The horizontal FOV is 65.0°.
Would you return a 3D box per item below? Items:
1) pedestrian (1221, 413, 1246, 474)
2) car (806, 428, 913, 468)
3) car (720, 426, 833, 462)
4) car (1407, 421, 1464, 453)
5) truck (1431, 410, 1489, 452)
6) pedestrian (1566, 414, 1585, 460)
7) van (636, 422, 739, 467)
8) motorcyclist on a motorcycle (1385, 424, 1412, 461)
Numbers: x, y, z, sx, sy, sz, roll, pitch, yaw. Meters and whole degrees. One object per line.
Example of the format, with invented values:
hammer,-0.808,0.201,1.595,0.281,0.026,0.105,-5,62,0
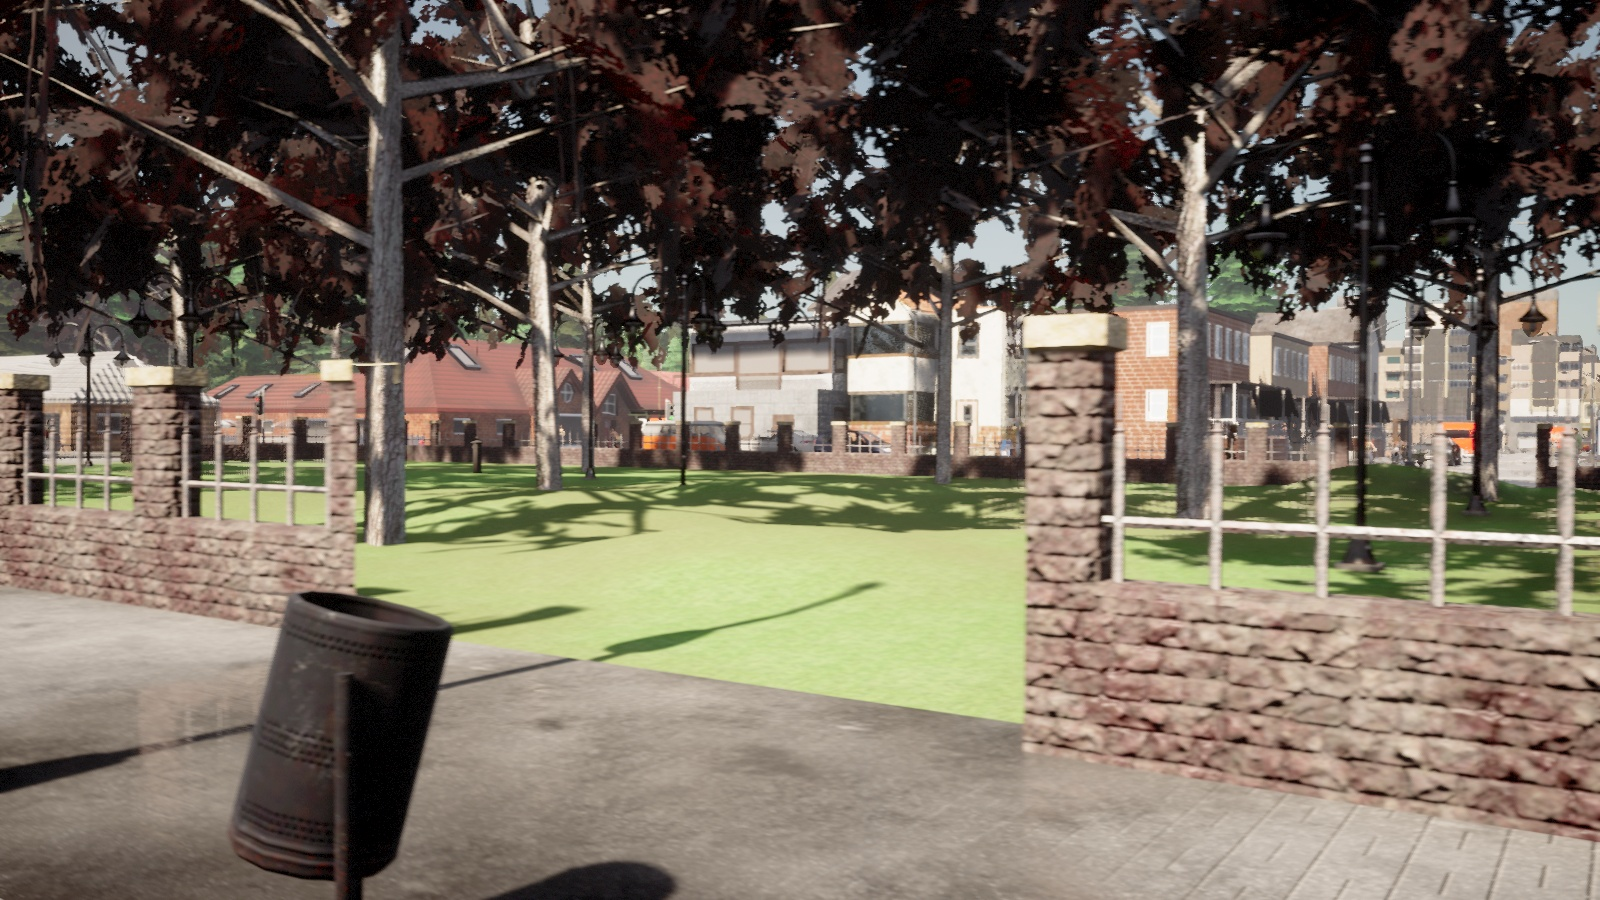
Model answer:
pedestrian,13.309,-0.206,38.559,0.634,1.846,0.331,0,1,34
car,2.458,-0.104,52.097,3.988,1.617,1.851,0,1,32
car,-1.131,-0.290,59.362,5.027,1.651,2.152,0,1,34
car,34.249,-0.723,67.604,2.152,1.651,5.027,0,1,34
truck,40.574,-1.172,77.105,2.627,2.467,5.204,0,1,34
pedestrian,31.474,-0.539,50.943,0.614,1.847,0.353,-1,1,-21
van,-5.128,-0.249,57.129,4.442,1.987,1.775,0,1,31
motorcyclist on a motorcycle,27.186,-0.342,56.996,0.766,1.649,2.350,0,1,34
